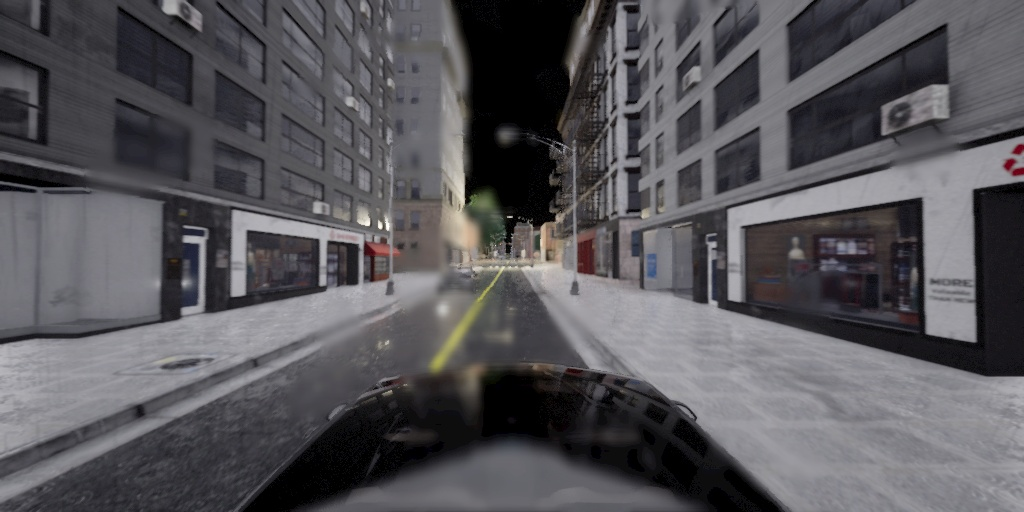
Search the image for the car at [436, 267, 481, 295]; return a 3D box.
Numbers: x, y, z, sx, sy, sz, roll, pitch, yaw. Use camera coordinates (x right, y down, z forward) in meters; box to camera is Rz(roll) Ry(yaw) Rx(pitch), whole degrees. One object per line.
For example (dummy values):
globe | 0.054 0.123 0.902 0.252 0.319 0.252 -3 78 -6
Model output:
car | -2.807 1.308 19.670 1.994 1.385 4.181 0 0 0
